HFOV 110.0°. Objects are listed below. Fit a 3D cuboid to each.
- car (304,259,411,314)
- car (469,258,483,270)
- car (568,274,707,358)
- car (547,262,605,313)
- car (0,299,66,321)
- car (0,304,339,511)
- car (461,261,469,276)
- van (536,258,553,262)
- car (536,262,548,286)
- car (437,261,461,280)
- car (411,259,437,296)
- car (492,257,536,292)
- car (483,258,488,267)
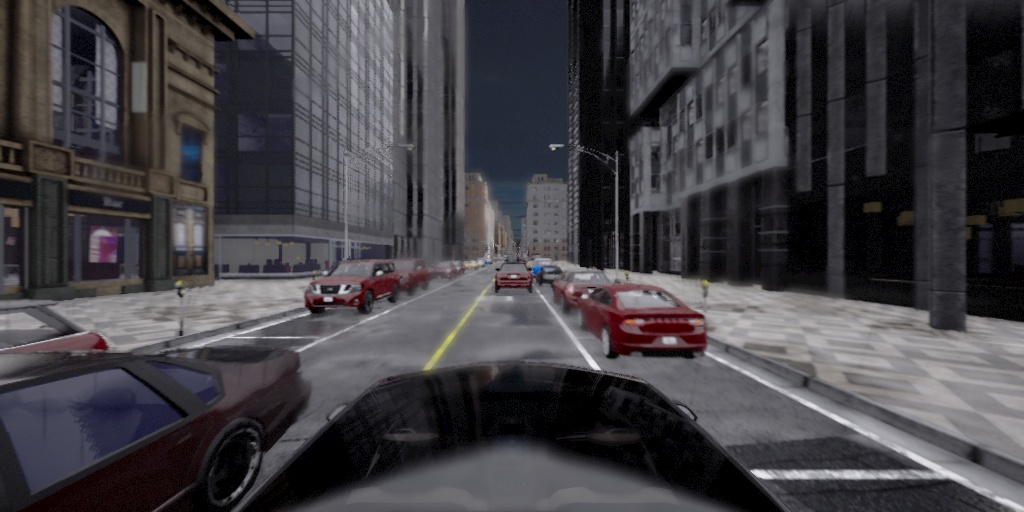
[{"bbox_3d":[-5.860,1.067,13.952,2.192,1.841,5.009,0,0,0],"label":"car"},{"bbox_3d":[-5.870,1.337,53.221,1.751,1.417,4.829,0,0,1],"label":"car"},{"bbox_3d":[2.667,1.296,8.301,1.888,1.381,4.507,0,0,0],"label":"car"},{"bbox_3d":[2.666,1.192,13.940,1.967,1.591,4.097,0,0,0],"label":"car"},{"bbox_3d":[-5.858,1.190,2.673,1.967,1.591,4.097,0,0,0],"label":"car"},{"bbox_3d":[-3.074,1.298,1.511,2.033,1.411,5.357,0,0,0],"label":"car"},{"bbox_3d":[-5.863,1.211,36.508,1.967,1.591,4.097,0,0,0],"label":"car"},{"bbox_3d":[2.663,1.104,30.855,1.690,1.789,3.998,0,0,0],"label":"van"},{"bbox_3d":[2.664,1.323,25.217,1.948,1.339,4.313,0,0,0],"label":"car"},{"bbox_3d":[-5.862,1.203,30.870,1.967,1.591,4.097,0,0,0],"label":"car"},{"bbox_3d":[-5.861,1.068,19.591,2.192,1.841,5.009,0,0,0],"label":"car"},{"bbox_3d":[0.097,1.107,21.224,2.097,1.767,4.553,0,0,0],"label":"car"},{"bbox_3d":[-5.868,1.365,64.537,1.751,1.417,4.829,0,0,0],"label":"car"}]
